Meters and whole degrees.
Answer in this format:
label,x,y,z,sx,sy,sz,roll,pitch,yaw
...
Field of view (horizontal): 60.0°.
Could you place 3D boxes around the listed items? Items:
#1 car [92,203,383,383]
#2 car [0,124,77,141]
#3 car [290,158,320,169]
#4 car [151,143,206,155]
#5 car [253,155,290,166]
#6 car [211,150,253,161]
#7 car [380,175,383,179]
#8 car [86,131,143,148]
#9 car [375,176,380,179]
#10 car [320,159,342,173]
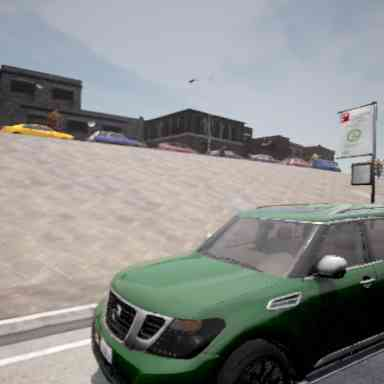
label,x,y,z,sx,sy,sz,roll,pitch,yaw
car,1.528,1.208,4.689,5.566,2.045,2.150,0,0,-31
car,-10.929,-4.001,23.958,5.008,1.535,2.097,2,-1,-29
car,12.372,-3.090,39.125,4.553,1.767,2.185,3,-1,-36
car,-1.319,-3.560,29.793,4.792,1.488,2.163,2,-1,-32
car,7.785,-3.189,35.849,4.892,1.521,2.231,3,-1,-34
car,3.306,-3.348,32.799,4.674,1.452,2.002,2,-1,-33
car,29.714,-1.828,52.917,4.674,1.452,2.002,4,-2,-40
car,-6.172,-3.924,26.768,4.553,1.767,2.185,2,-1,-30
car,25.488,-2.134,49.343,4.674,1.452,2.002,4,-2,-39
car,16.877,-2.971,42.468,5.566,2.045,2.435,3,-1,-37
